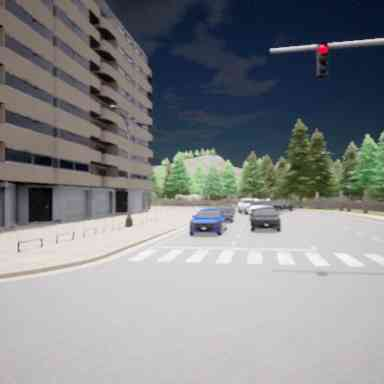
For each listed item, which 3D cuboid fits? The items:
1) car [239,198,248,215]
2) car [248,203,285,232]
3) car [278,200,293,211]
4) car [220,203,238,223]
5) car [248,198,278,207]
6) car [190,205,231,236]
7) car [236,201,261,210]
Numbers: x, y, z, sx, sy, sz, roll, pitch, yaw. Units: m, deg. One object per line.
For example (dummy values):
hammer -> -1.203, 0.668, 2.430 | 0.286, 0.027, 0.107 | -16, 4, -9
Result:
car -> 7.526, 1.843, 43.149 | 2.150, 2.045, 5.566 | -1, -1, -5
car -> 5.045, 1.784, 22.854 | 1.882, 1.535, 5.008 | -1, -1, 11
car -> 13.443, 2.025, 50.614 | 2.097, 1.767, 4.553 | -1, -1, -13
car -> 2.887, 1.965, 30.256 | 1.837, 1.490, 4.892 | -1, -1, 10
car -> 6.826, 1.669, 32.424 | 2.150, 2.045, 5.566 | -1, -1, 9
car -> 1.143, 1.805, 21.118 | 1.882, 1.535, 5.008 | -1, -1, 11
car -> 10.144, 2.383, 60.156 | 1.837, 1.490, 4.892 | 0, -1, -29
